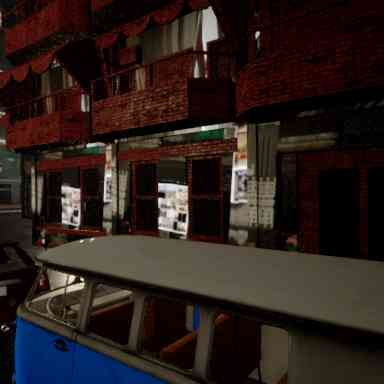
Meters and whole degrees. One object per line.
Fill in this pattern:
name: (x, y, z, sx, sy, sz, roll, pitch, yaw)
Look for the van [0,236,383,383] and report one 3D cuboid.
van: (0.199, 1.341, 2.592, 3.998, 1.788, 1.690, 0, -1, 36)
